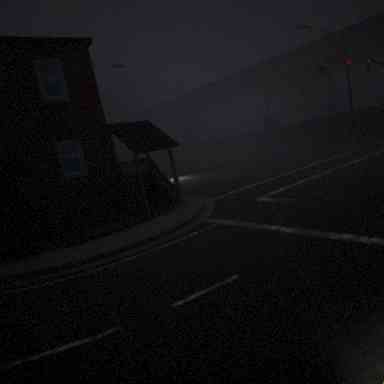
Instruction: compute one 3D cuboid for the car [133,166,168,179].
[{"bbox_3d":[-3.971,-1.612,30.061,1.812,1.442,4.674,-17,11,-33],"label":"car"}]
